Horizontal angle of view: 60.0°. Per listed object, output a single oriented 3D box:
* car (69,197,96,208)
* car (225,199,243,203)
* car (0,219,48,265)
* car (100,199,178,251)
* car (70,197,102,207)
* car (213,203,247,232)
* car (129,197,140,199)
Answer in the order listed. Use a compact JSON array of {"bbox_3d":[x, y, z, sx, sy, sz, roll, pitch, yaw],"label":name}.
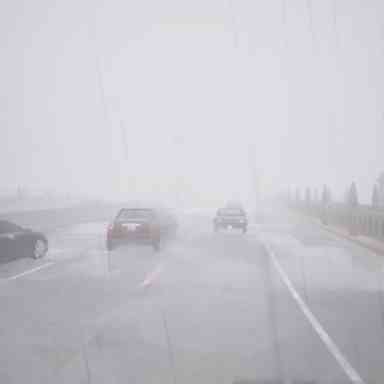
[{"bbox_3d":[-15.330,1.452,46.810,1.812,1.442,4.674,0,0,8],"label":"car"},{"bbox_3d":[4.785,1.552,37.963,1.812,1.442,4.674,0,0,8],"label":"car"},{"bbox_3d":[-6.042,1.475,9.539,1.837,1.490,4.892,0,0,6],"label":"car"},{"bbox_3d":[-1.945,1.343,14.237,2.097,1.767,4.553,0,0,7],"label":"car"},{"bbox_3d":[-10.166,1.429,33.277,1.882,1.535,5.008,0,0,8],"label":"car"},{"bbox_3d":[2.376,1.614,20.367,1.895,1.301,4.718,0,0,8],"label":"car"},{"bbox_3d":[-10.173,1.581,58.428,1.812,1.442,4.674,0,-1,8],"label":"car"}]
